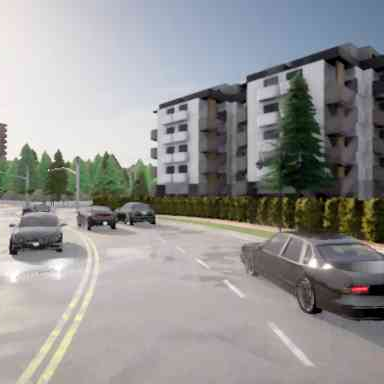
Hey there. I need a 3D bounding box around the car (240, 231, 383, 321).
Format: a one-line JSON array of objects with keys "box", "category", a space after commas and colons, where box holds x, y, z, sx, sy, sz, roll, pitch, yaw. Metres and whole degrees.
[{"box": [2.790, 1.632, 7.810, 2.033, 1.411, 5.357, 0, -1, -11], "category": "car"}]

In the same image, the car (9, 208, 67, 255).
[{"box": [-6.461, 1.649, 14.148, 1.837, 1.490, 4.892, 1, -1, -22], "category": "car"}]

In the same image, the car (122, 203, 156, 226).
[{"box": [-4.632, 1.621, 26.144, 2.097, 1.767, 4.553, 0, -1, -32], "category": "car"}]

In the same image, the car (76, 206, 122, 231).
[{"box": [-6.652, 1.737, 22.894, 1.837, 1.490, 4.892, 0, -1, -30], "category": "car"}]

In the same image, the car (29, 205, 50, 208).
[{"box": [-15.937, 1.947, 34.398, 1.895, 1.301, 4.718, 1, -1, -44], "category": "car"}]
